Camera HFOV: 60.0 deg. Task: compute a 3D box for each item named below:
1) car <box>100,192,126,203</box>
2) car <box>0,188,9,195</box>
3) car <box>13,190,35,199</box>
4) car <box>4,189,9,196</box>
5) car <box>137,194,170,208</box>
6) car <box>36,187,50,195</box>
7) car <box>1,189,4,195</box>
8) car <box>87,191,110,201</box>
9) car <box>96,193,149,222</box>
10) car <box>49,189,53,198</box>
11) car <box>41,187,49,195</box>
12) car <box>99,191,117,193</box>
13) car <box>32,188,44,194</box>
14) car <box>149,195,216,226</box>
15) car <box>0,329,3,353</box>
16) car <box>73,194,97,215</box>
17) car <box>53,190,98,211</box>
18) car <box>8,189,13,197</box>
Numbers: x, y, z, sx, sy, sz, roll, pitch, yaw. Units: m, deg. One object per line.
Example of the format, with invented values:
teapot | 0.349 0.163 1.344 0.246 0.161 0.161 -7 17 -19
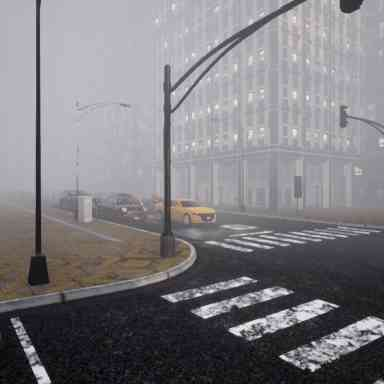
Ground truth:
car | -10.849 0.707 45.468 1.752 1.417 4.829 1 0 -36
car | -43.468 -0.113 76.672 1.887 1.381 4.507 1 0 -36
car | -27.256 0.422 54.002 1.887 1.381 4.507 1 0 -36
car | -33.741 0.208 63.070 1.887 1.381 4.507 1 0 -36
car | -4.264 0.982 36.257 1.802 1.307 4.206 1 0 -36
car | -36.695 -0.357 81.614 2.192 1.841 5.009 1 0 -36
car | -36.983 0.107 67.604 2.008 1.369 4.403 1 0 -36
car | -13.995 0.644 49.865 1.947 1.339 4.313 1 0 -36
car | -4.556 1.069 22.264 1.967 1.590 4.097 1 0 -36
car | -23.047 0.378 58.046 1.812 1.442 4.674 0 1 -36
car | -33.457 -0.020 77.079 1.887 1.381 4.507 1 0 -36
car | -5.934 0.861 28.618 2.097 1.767 4.553 0 1 -36
car | -39.944 -0.213 86.151 1.947 1.339 4.313 1 0 -36
car | -0.525 1.166 21.053 1.882 1.535 5.008 0 1 -36
car | -4.387 1.440 3.432 4.097 1.590 1.967 0 0 -35
car | -7.802 1.103 26.798 1.802 1.307 4.206 1 0 -36
car | -11.038 0.729 31.331 2.192 1.841 5.009 1 0 -36
car | -30.498 0.321 58.536 2.008 1.369 4.403 1 0 -36
